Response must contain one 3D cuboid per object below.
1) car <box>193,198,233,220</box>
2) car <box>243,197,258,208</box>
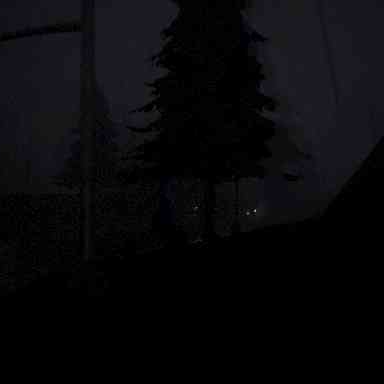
[{"bbox_3d":[1.872,1.353,28.250,2.097,1.767,4.553,0,0,27],"label":"car"},{"bbox_3d":[8.516,1.495,48.601,2.128,1.511,4.902,0,0,5],"label":"car"}]
